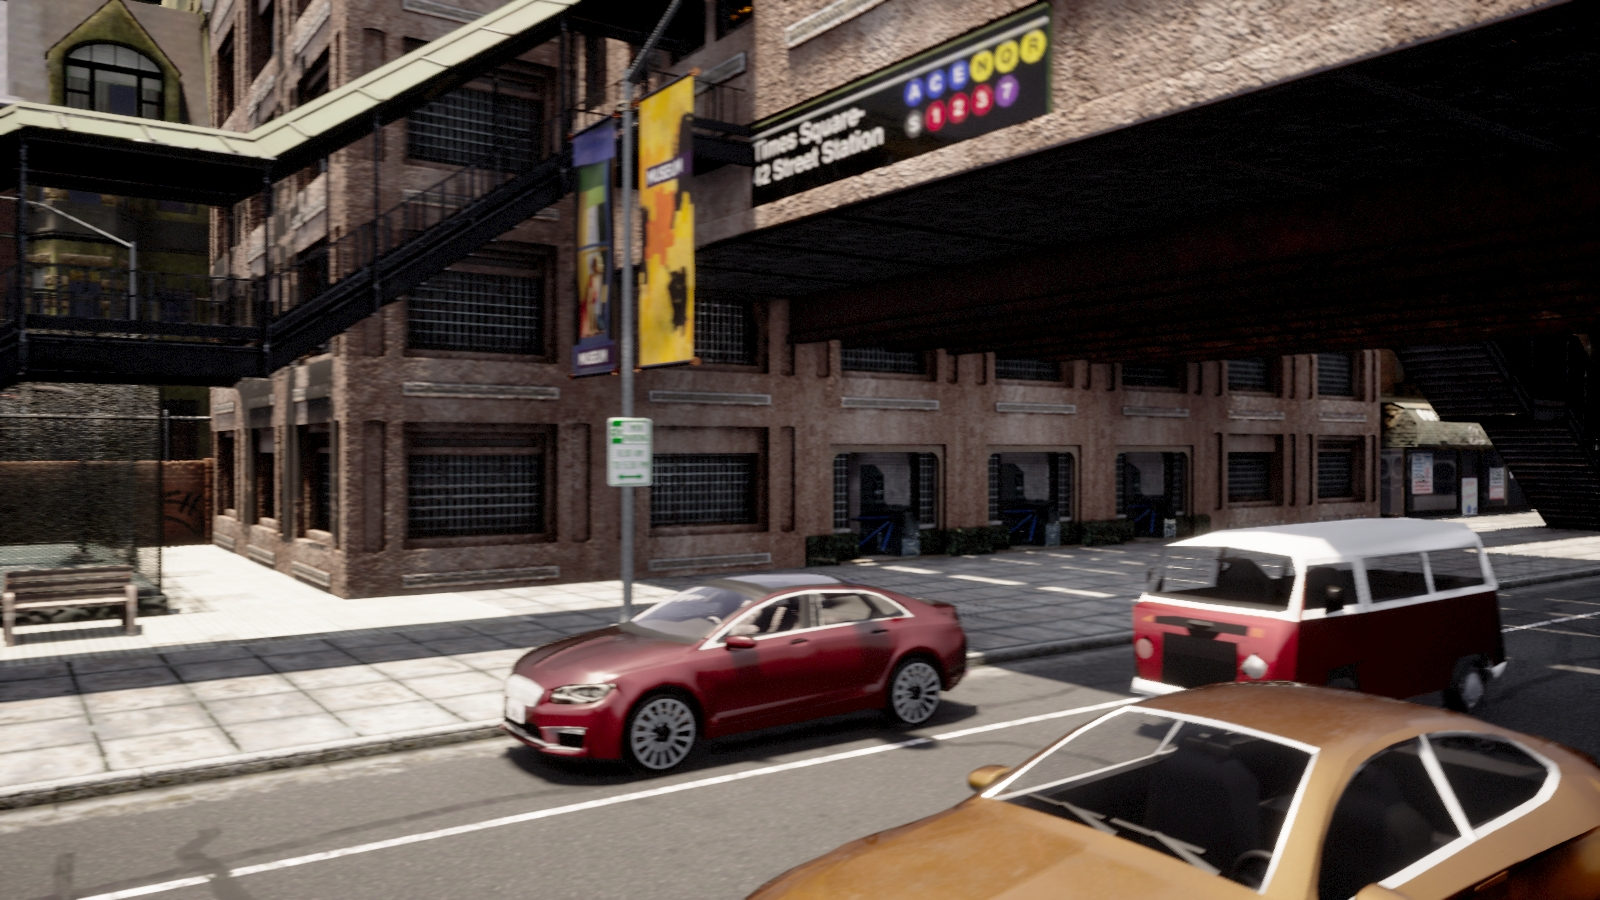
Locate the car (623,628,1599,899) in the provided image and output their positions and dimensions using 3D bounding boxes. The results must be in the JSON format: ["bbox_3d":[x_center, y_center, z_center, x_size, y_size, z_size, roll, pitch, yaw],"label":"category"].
[{"bbox_3d":[1.965,1.992,5.149,5.027,1.651,2.152,0,0,-35],"label":"car"}]

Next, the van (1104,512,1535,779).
[{"bbox_3d":[5.474,1.782,11.856,4.480,2.038,2.069,0,0,-35],"label":"van"}]
